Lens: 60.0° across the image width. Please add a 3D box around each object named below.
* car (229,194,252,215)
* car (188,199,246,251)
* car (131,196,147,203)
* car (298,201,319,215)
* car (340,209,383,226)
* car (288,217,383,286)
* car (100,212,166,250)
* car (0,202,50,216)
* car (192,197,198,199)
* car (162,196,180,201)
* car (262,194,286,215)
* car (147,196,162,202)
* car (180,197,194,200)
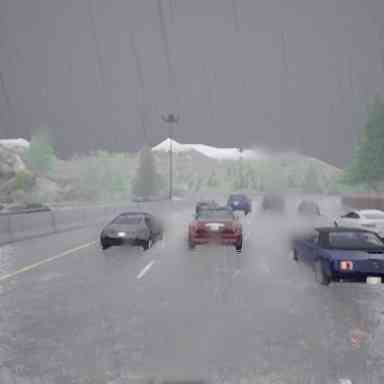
[{"bbox_3d":[5.036,1.261,35.214,2.150,2.045,5.566,0,0,15],"label":"car"},{"bbox_3d":[1.077,1.366,14.443,2.097,1.767,4.553,0,0,6],"label":"car"},{"bbox_3d":[-9.957,1.568,66.056,2.033,1.411,5.357,0,0,23],"label":"car"},{"bbox_3d":[12.405,1.623,35.472,1.994,1.385,4.181,0,0,16],"label":"car"},{"bbox_3d":[8.292,1.559,15.926,1.812,1.442,4.674,0,0,7],"label":"car"},{"bbox_3d":[4.084,1.619,9.372,1.895,1.301,4.718,0,0,4],"label":"car"},{"bbox_3d":[-2.434,1.569,14.549,1.994,1.385,4.181,0,0,6],"label":"car"},{"bbox_3d":[-11.992,1.492,23.478,1.837,1.490,4.892,0,0,10],"label":"car"},{"bbox_3d":[1.688,1.537,36.089,1.837,1.490,4.892,0,0,15],"label":"car"},{"bbox_3d":[-3.336,1.565,63.734,1.812,1.442,4.674,0,0,24],"label":"car"},{"bbox_3d":[8.581,1.270,34.915,2.150,2.045,5.566,0,0,15],"label":"car"},{"bbox_3d":[-6.295,1.536,65.690,1.837,1.490,4.892,0,0,25],"label":"car"},{"bbox_3d":[0.073,1.610,62.742,1.994,1.385,4.181,0,0,25],"label":"car"}]
